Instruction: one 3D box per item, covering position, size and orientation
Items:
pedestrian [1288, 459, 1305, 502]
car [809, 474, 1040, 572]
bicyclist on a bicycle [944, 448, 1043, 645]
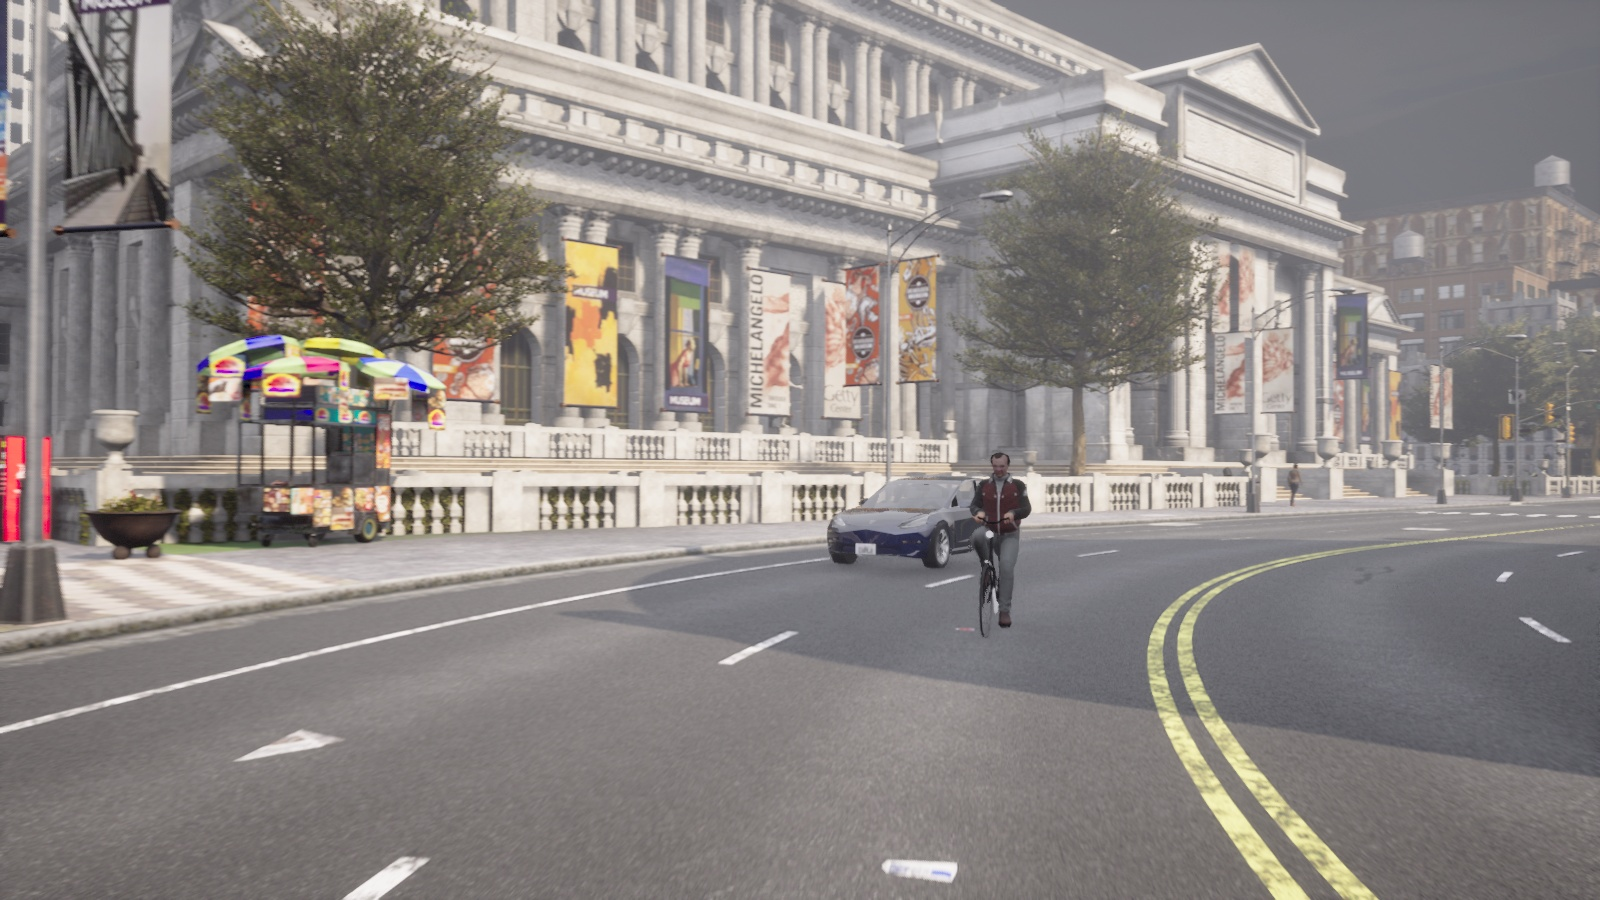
[{"bbox_3d":[20.933,1.297,52.946,0.869,1.805,0.328,1,-1,-44],"label":"pedestrian"},{"bbox_3d":[2.313,1.176,21.996,2.163,1.488,4.792,-1,-1,31],"label":"car"},{"bbox_3d":[1.924,0.886,12.303,0.659,1.776,1.843,0,-1,18],"label":"bicyclist on a bicycle"}]
